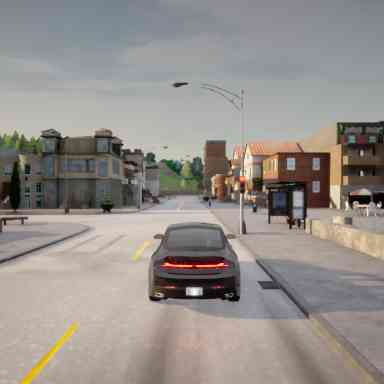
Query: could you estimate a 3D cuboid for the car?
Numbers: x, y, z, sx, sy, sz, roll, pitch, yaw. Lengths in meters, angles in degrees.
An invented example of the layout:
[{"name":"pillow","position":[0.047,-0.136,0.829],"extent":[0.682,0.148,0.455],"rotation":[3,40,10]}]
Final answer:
[{"name":"car","position":[0.064,1.505,8.288],"extent":[1.837,1.490,4.892],"rotation":[0,0,1]}]
